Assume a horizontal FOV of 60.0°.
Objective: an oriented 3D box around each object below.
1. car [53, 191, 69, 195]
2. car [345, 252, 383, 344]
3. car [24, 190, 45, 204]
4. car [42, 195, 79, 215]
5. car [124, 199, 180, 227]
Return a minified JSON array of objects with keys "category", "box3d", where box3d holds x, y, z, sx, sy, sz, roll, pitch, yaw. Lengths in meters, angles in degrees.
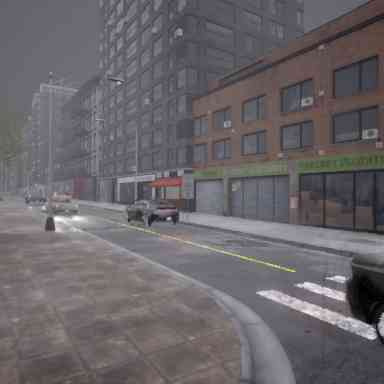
[{"category":"car","box3d":[-16.992,0.736,42.888,2.097,1.767,4.553,0,0,-32]},{"category":"car","box3d":[4.310,1.452,3.691,1.882,1.535,5.008,0,1,-32]},{"category":"car","box3d":[-19.845,0.524,42.070,2.097,1.767,4.553,0,0,-32]},{"category":"car","box3d":[-10.862,1.132,27.687,1.895,1.301,4.718,0,1,-32]},{"category":"car","box3d":[-2.543,1.191,20.043,2.128,1.511,4.902,0,1,-32]}]
